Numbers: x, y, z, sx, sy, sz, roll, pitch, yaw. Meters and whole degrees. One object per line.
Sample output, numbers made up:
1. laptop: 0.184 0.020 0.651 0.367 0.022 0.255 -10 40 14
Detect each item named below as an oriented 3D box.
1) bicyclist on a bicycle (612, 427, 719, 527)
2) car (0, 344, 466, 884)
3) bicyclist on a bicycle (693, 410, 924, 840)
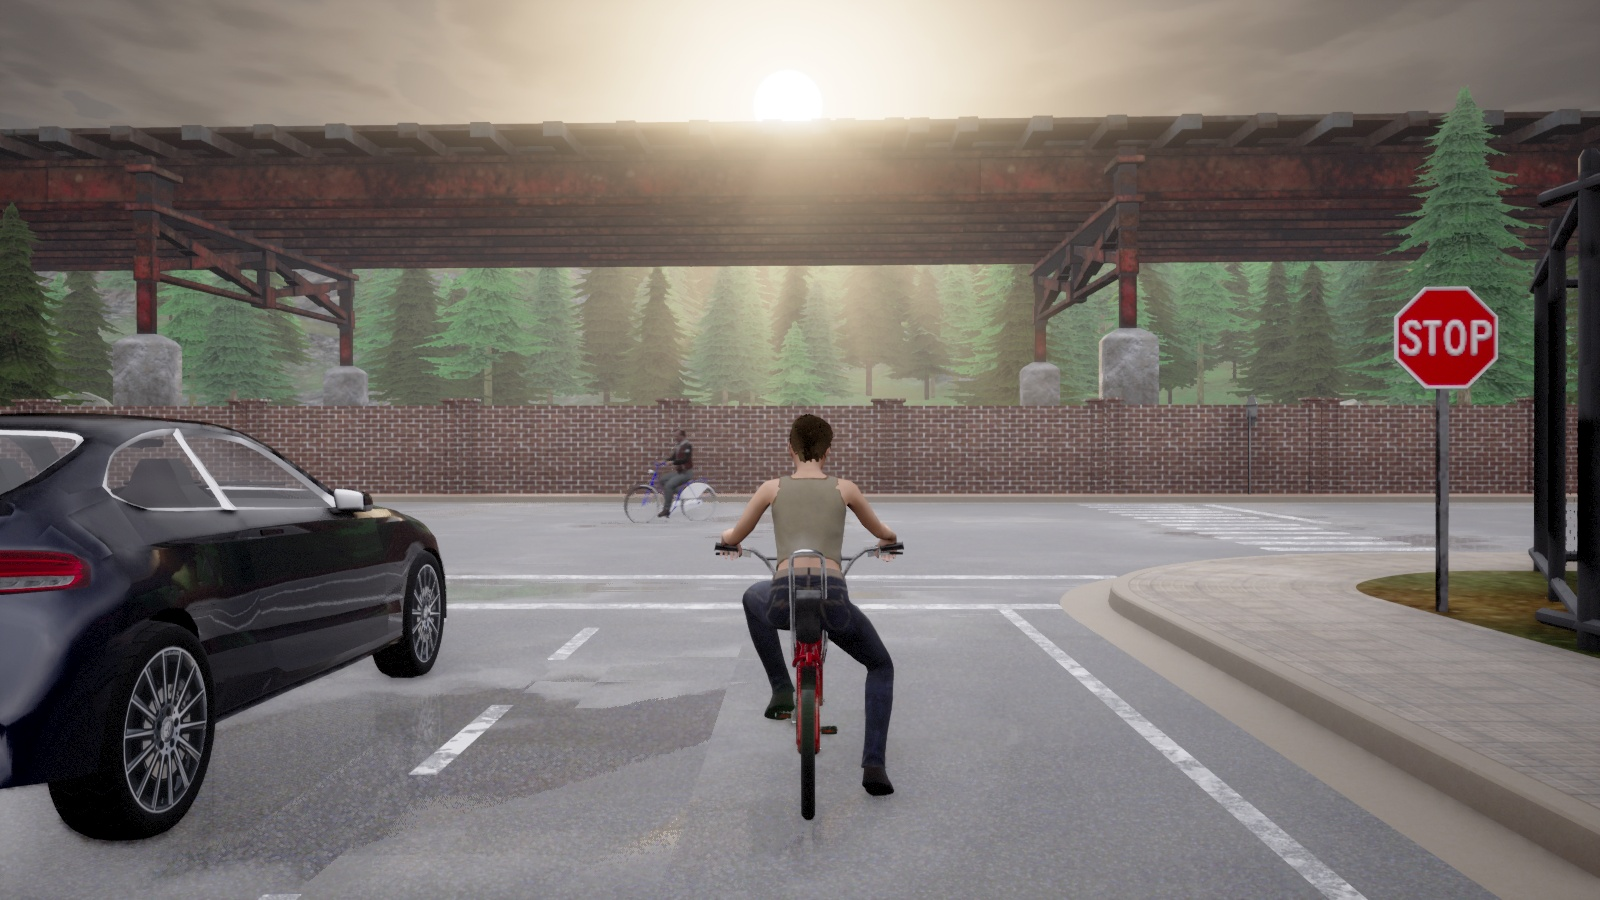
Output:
1. bicyclist on a bicycle: -2.481 0.484 23.196 1.843 1.776 0.659 0 2 -29
2. car: -3.448 0.486 6.353 2.152 1.651 5.027 0 0 0
3. bicyclist on a bicycle: 0.039 0.652 5.464 0.866 1.612 1.509 0 0 1
